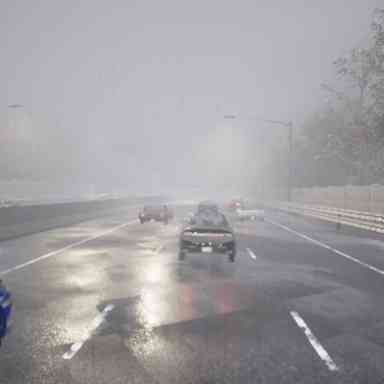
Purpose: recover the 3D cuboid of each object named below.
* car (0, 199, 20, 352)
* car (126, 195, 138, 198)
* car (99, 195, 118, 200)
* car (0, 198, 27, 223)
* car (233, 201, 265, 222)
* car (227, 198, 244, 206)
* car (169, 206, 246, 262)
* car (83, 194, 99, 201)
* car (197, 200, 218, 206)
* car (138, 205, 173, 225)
[{"bbox_3d":[-3.418,1.148,1.867,2.150,2.045,5.566,1,0,3],"label":"car"},{"bbox_3d":[-11.252,1.244,62.155,2.128,1.511,4.902,1,0,3],"label":"car"},{"bbox_3d":[-14.834,1.234,60.400,1.994,1.385,4.181,1,0,3],"label":"car"},{"bbox_3d":[-13.207,1.191,21.749,2.128,1.511,4.902,1,0,3],"label":"car"},{"bbox_3d":[4.750,1.685,27.571,1.895,1.301,4.718,1,0,3],"label":"car"},{"bbox_3d":[5.313,1.444,40.045,2.097,1.767,4.553,1,0,3],"label":"car"},{"bbox_3d":[0.565,1.495,12.285,2.128,1.511,4.902,1,0,3],"label":"car"},{"bbox_3d":[-18.307,1.121,60.907,1.812,1.442,4.674,1,0,3],"label":"car"},{"bbox_3d":[1.468,1.488,31.670,1.882,1.535,5.008,1,0,3],"label":"car"},{"bbox_3d":[-2.415,1.532,23.550,1.895,1.301,4.718,1,0,3],"label":"car"}]
